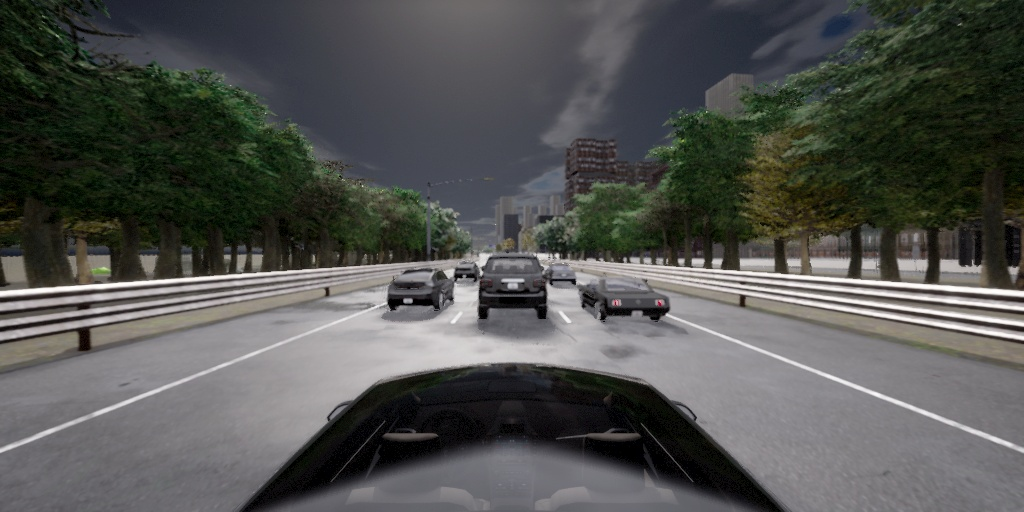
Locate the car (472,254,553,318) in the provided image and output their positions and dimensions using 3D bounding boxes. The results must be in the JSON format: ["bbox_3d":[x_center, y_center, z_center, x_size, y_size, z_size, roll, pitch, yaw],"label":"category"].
[{"bbox_3d":[0.024,0.960,12.944,2.150,2.045,5.566,0,0,0],"label":"car"}]

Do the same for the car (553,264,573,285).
[{"bbox_3d":[3.392,1.283,25.876,2.033,1.411,5.357,0,0,0],"label":"car"}]

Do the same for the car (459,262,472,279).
[{"bbox_3d":[-3.629,1.243,29.602,1.837,1.490,4.892,0,0,0],"label":"car"}]

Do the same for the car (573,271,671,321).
[{"bbox_3d":[3.521,1.341,12.276,1.895,1.301,4.718,0,0,0],"label":"car"}]

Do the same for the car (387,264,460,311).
[{"bbox_3d":[-3.479,1.246,14.418,1.837,1.490,4.892,0,0,0],"label":"car"}]
